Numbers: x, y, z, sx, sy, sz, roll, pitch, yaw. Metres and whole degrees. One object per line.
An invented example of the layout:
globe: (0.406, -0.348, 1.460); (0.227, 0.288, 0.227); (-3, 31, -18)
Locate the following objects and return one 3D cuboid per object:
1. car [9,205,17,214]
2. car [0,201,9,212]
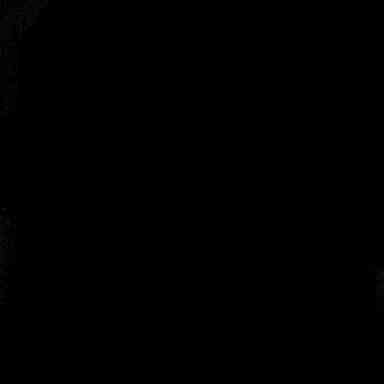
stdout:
car: (-16.206, 1.527, 33.508); (1.802, 1.307, 4.206); (0, -1, 36)
car: (-19.347, 1.183, 29.117); (2.192, 1.841, 5.009); (0, -1, 36)
